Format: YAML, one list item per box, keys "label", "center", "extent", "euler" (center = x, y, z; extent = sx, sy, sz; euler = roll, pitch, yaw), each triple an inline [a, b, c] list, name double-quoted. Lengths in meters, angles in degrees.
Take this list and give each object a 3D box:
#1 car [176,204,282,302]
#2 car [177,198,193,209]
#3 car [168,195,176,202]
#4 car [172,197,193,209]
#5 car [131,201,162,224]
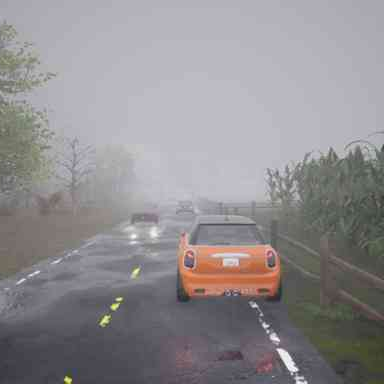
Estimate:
- label: "car"
  center: [0.716, 1.350, 8.437]
  extent: [2.097, 1.767, 4.553]
  euler: [0, 0, -1]
- label: "car"
  center: [-0.921, 1.530, 44.934]
  extent: [1.994, 1.385, 4.181]
  euler: [0, 0, -1]
- label: "car"
  center: [-4.403, 1.442, 75.349]
  extent: [2.033, 1.411, 5.357]
  euler: [0, 0, -1]
- label: "car"
  center: [-0.691, 1.528, 34.423]
  extent: [2.033, 1.411, 5.357]
  euler: [0, 0, -1]
- label: "car"
  center: [-3.289, 1.467, 24.566]
  extent: [1.882, 1.535, 5.008]
  euler: [0, 0, -1]
